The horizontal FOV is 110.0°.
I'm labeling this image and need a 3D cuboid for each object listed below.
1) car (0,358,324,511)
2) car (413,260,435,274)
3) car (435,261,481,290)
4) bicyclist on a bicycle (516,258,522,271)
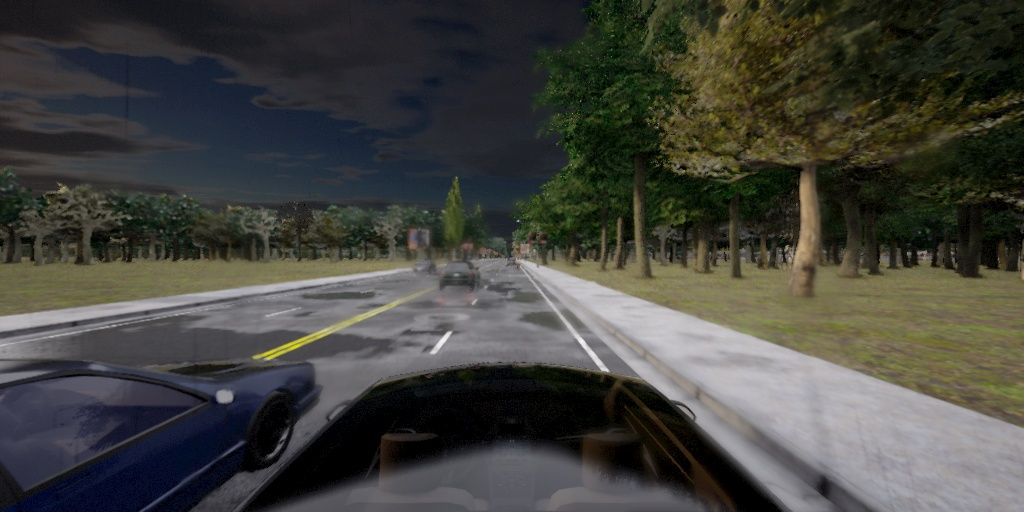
[{"bbox_3d":[-3.150,1.297,1.762,2.033,1.411,5.357,0,0,0],"label":"car"},{"bbox_3d":[-9.837,1.242,40.724,2.128,1.511,4.902,0,0,0],"label":"car"},{"bbox_3d":[-3.149,1.098,22.422,2.097,1.767,4.553,0,0,0],"label":"car"},{"bbox_3d":[0.901,1.190,47.979,0.866,1.612,1.509,0,0,0],"label":"bicyclist on a bicycle"}]
